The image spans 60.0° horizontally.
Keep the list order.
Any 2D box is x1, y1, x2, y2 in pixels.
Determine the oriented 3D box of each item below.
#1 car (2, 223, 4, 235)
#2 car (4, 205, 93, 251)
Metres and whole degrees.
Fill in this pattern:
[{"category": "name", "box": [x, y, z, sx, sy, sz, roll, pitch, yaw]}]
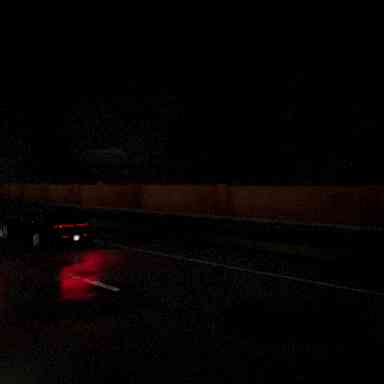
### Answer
[{"category": "car", "box": [-7.966, 1.125, 10.417, 4.553, 1.767, 2.097, 1, 1, 42]}, {"category": "car", "box": [-5.829, 1.282, 13.193, 4.892, 1.490, 1.837, 2, 1, 42]}]
